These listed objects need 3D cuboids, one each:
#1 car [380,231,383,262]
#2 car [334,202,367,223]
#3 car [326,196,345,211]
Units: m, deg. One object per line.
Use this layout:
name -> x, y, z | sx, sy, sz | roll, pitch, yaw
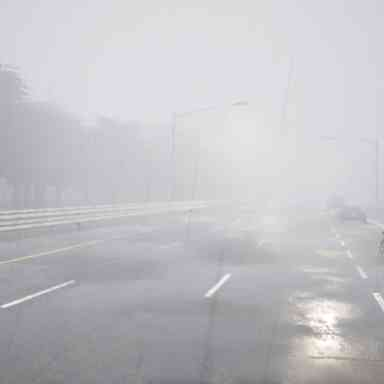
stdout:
car -> 6.677, 1.587, 9.326 | 2.128, 1.511, 4.902 | 0, 0, 20
car -> 13.417, 1.791, 28.067 | 1.994, 1.385, 4.181 | 0, 0, 20
car -> 19.867, 1.588, 45.953 | 2.150, 2.045, 5.566 | 0, 0, 20
